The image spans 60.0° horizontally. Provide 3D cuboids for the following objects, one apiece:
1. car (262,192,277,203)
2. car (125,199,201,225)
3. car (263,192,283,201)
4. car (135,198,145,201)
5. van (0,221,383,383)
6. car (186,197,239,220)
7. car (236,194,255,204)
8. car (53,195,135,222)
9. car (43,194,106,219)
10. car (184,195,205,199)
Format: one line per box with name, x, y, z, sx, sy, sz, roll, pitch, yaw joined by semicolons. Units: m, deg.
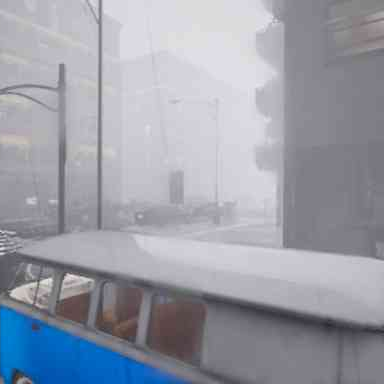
car;12.193;0.777;49.790;1.882;1.535;5.008;0;1;35
car;-1.655;1.366;20.137;1.947;1.339;4.313;1;2;35
car;13.922;0.750;56.894;1.947;1.339;4.313;1;2;35
car;-5.288;1.211;29.543;1.887;1.381;4.507;1;2;35
van;-0.177;1.343;2.990;3.998;1.788;1.690;0;0;35
car;1.547;1.301;24.695;1.802;1.307;4.206;1;2;35
car;7.519;0.910;47.777;1.947;1.339;4.313;1;2;35
car;-6.640;1.247;23.133;1.882;1.535;5.008;0;1;35
car;-8.487;1.061;24.979;2.192;1.841;5.009;1;2;35
car;0.054;1.100;32.667;1.837;1.490;4.892;0;3;35
